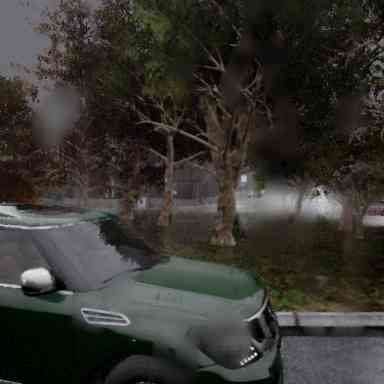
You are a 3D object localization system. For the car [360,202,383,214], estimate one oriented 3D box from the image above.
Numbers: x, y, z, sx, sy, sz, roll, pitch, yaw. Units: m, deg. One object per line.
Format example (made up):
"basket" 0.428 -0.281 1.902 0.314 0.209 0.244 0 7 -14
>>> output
"car" 20.700 1.790 36.695 1.994 1.385 4.181 0 0 -26

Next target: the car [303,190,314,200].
"car" 23.151 0.482 66.749 2.150 2.045 5.566 0 3 26

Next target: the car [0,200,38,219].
"car" -16.153 1.499 29.162 1.837 1.490 4.892 -1 -1 22

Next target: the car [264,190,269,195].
"car" 16.507 0.134 80.308 1.946 1.575 5.366 0 3 26

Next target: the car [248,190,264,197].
"car" 14.105 0.435 75.344 1.946 1.575 5.366 0 3 26

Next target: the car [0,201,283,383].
"car" -1.785 1.199 4.023 5.566 2.045 2.150 0 0 15

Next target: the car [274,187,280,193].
"car" 21.416 -0.726 90.491 2.435 2.045 5.566 0 3 26

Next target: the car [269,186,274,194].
"car" 18.901 -0.164 85.279 1.946 1.575 5.366 0 3 26
